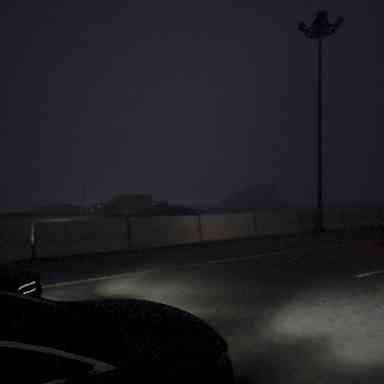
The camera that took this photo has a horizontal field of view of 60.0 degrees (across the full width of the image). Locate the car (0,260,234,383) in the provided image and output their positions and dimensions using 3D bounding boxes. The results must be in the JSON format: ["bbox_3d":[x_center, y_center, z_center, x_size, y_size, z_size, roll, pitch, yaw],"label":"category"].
[{"bbox_3d":[-1.837,1.486,2.347,4.902,1.511,2.128,0,0,-35],"label":"car"}]

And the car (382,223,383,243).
[{"bbox_3d":[10.223,1.353,14.153,4.553,1.767,2.097,0,0,-30],"label":"car"}]

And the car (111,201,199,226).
[{"bbox_3d":[-1.832,1.469,19.398,4.902,1.511,2.128,0,0,-32],"label":"car"}]

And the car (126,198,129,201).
[{"bbox_3d":[-3.147,1.460,26.796,4.902,1.511,2.128,0,0,-31],"label":"car"}]

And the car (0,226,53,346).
[{"bbox_3d":[-4.779,1.465,4.550,5.008,1.535,1.882,0,0,-36],"label":"car"}]

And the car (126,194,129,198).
[{"bbox_3d":[-5.920,1.183,29.235,5.566,2.045,2.150,0,0,-31],"label":"car"}]
